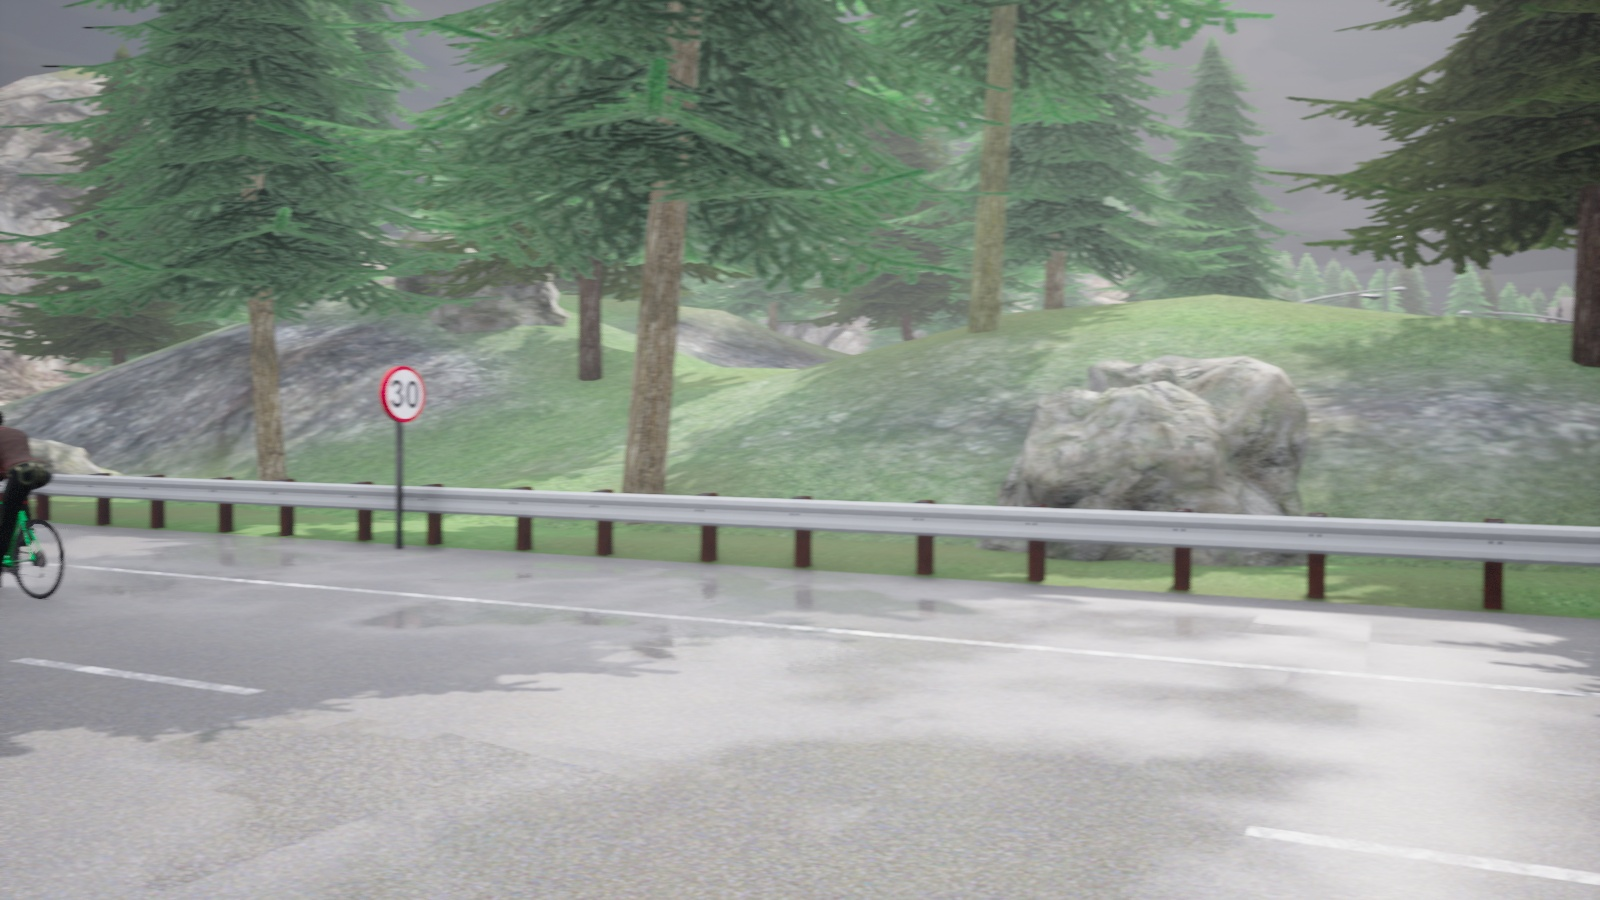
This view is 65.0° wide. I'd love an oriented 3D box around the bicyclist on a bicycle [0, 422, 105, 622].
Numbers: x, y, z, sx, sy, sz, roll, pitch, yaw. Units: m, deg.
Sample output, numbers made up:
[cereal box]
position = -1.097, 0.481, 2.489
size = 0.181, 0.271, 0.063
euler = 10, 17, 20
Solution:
[bicyclist on a bicycle]
position = -6.801, 0.584, 10.774
size = 1.656, 1.620, 0.582
euler = -1, 1, 26
